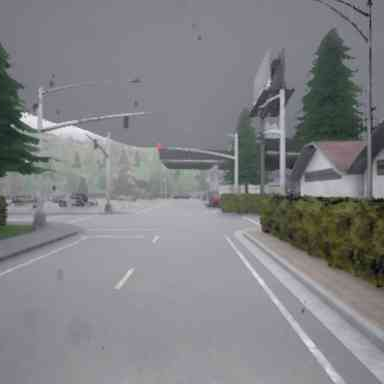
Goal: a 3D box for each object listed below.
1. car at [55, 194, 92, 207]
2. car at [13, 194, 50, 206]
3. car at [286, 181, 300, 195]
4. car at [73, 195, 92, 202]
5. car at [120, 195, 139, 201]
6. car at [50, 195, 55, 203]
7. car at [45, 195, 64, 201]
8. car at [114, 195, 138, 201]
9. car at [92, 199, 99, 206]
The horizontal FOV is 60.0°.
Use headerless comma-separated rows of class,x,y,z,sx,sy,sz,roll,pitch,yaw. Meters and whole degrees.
car,-16.785,1.171,47.395,3.866,1.878,1.905,0,0,-1
car,-24.674,1.197,50.634,4.605,1.855,1.932,0,0,-1
car,8.661,0.367,27.912,4.674,1.442,1.812,-40,-8,-49
car,-24.058,1.464,73.087,3.633,1.501,1.845,0,0,-1
car,-16.529,1.513,88.116,4.514,1.523,2.007,0,0,-1
car,-24.039,1.423,63.094,4.514,1.523,2.007,0,0,-1
car,-35.123,1.552,85.012,3.806,1.475,1.970,0,0,-1
car,-16.457,1.498,84.980,5.027,1.636,2.152,0,0,-1
car,-16.195,1.461,50.723,3.806,1.475,1.970,0,0,-1
